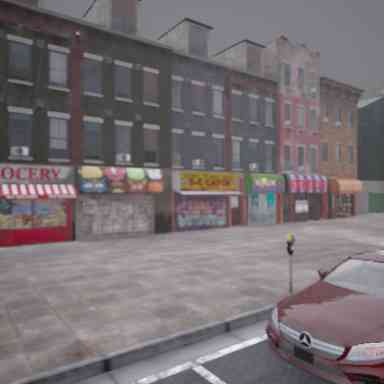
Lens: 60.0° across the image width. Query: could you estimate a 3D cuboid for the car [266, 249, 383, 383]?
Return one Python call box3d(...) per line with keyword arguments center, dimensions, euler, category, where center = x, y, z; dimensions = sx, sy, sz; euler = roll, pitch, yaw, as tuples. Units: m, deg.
box3d(center=(2.947, 1.571, 4.914), dimensions=(4.206, 1.307, 1.802), euler=(0, 0, -36), category="car")
